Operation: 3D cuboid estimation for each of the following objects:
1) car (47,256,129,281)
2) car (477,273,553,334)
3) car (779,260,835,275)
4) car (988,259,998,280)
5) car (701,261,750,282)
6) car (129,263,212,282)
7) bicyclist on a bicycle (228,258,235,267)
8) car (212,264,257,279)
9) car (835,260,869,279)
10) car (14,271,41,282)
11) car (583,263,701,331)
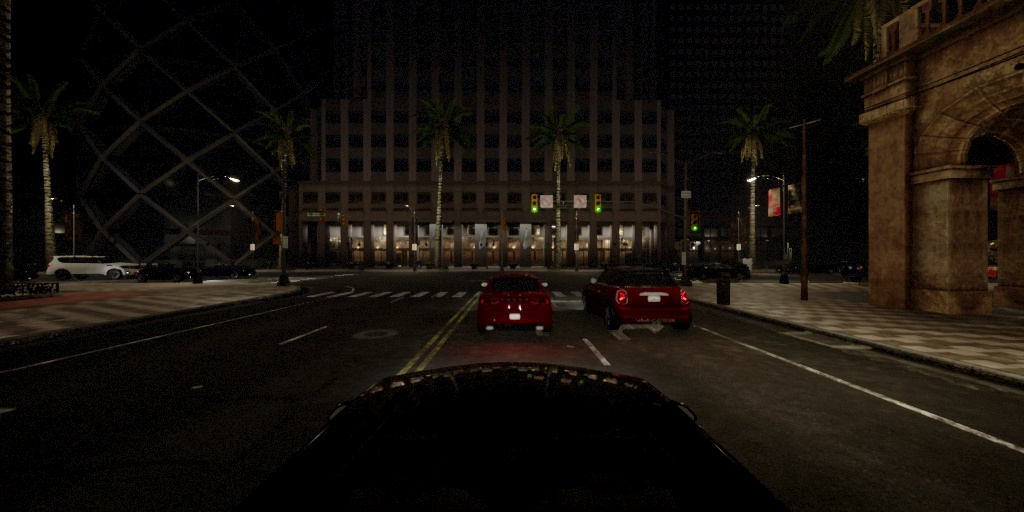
[{"bbox_3d":[-35.345,0.981,30.538,5.566,2.045,2.150,0,0,-19],"label":"car"},{"bbox_3d":[0.080,1.230,10.719,1.882,1.535,5.008,0,0,0],"label":"car"},{"bbox_3d":[32.774,1.240,39.325,5.008,1.535,1.882,0,0,0],"label":"car"},{"bbox_3d":[40.694,1.110,28.595,4.553,1.767,2.097,0,0,0],"label":"car"},{"bbox_3d":[16.337,1.250,28.674,4.902,1.511,2.128,0,0,0],"label":"car"},{"bbox_3d":[-27.015,1.322,28.456,4.181,1.385,1.994,0,0,-4],"label":"car"},{"bbox_3d":[-35.753,1.064,45.681,0.582,1.620,1.656,0,0,-12],"label":"bicyclist on a bicycle"},{"bbox_3d":[-25.730,1.360,32.055,4.718,1.301,1.895,0,0,-3],"label":"car"},{"bbox_3d":[32.443,1.112,32.128,4.553,1.767,2.097,0,0,0],"label":"car"},{"bbox_3d":[-38.034,1.359,25.844,4.718,1.301,1.895,0,0,-26],"label":"car"},{"bbox_3d":[3.582,1.104,11.144,2.097,1.767,4.553,0,0,0],"label":"car"}]
